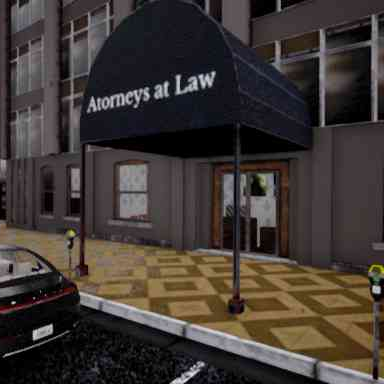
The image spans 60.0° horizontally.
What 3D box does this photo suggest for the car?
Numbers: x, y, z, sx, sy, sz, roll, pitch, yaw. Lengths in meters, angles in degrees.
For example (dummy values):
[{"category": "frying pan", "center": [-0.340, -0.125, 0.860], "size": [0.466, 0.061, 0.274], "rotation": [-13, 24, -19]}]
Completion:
[{"category": "car", "center": [-3.666, 1.544, 5.498], "size": [4.403, 1.369, 2.008], "rotation": [0, 0, 36]}]
